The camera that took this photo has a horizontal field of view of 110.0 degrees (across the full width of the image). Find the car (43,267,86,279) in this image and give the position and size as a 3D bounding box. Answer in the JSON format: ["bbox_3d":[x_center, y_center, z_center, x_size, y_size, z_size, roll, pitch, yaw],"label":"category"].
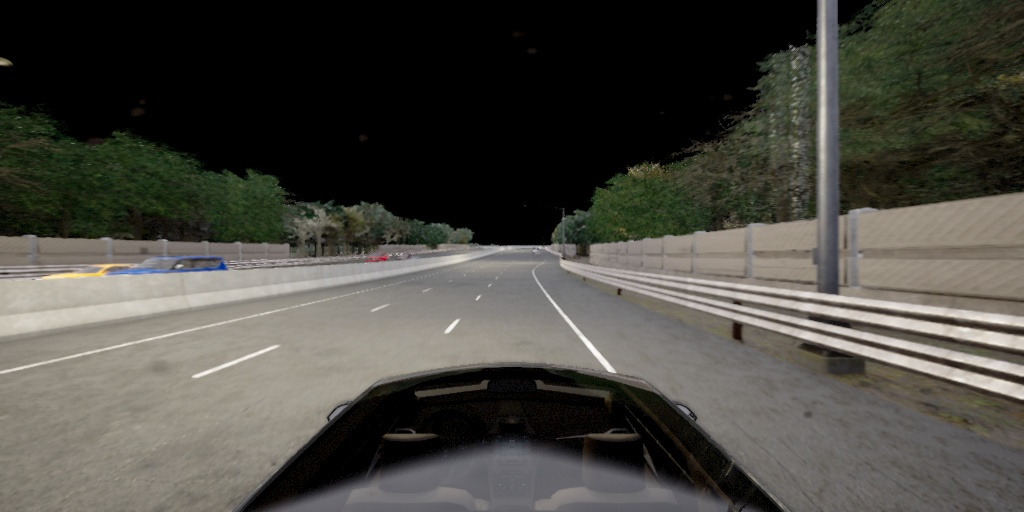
[{"bbox_3d":[-24.429,1.243,21.474,1.882,1.535,5.008,0,0,1],"label":"car"}]

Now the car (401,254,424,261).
[{"bbox_3d":[-16.144,0.723,59.901,2.128,1.511,4.902,0,1,3],"label":"car"}]

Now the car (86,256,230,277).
[{"bbox_3d":[-17.486,1.002,18.531,2.150,2.045,5.566,0,0,1],"label":"car"}]
